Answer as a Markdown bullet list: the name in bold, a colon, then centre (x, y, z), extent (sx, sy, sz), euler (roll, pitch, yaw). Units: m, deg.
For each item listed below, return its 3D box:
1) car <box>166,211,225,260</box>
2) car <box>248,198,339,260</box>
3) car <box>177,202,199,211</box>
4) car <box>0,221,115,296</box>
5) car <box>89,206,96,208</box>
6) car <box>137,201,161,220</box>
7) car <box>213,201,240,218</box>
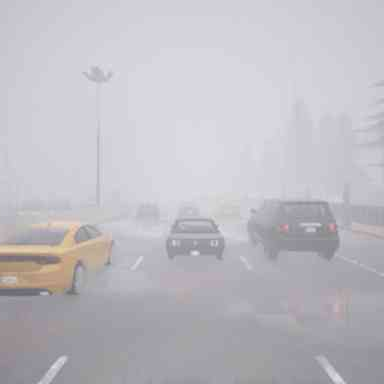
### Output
- **car**: centre (0.102, 1.633, 12.645), extent (1.895, 1.301, 4.718), euler (0, 0, 0)
- **car**: centre (3.603, 1.253, 12.776), extent (2.150, 2.045, 5.566), euler (0, 0, 0)
- **car**: centre (-0.376, 1.602, 30.413), extent (1.812, 1.442, 4.674), euler (0, 0, -5)
- **car**: centre (-3.399, 1.500, 8.724), extent (1.882, 1.535, 5.008), euler (0, 0, 0)
- **car**: centre (-13.200, 1.588, 44.062), extent (1.882, 1.535, 5.008), euler (0, 0, -14)
- **car**: centre (-3.769, 1.565, 29.345), extent (2.128, 1.511, 4.902), euler (0, 0, -4)
- **car**: centre (3.117, 1.555, 30.925), extent (1.882, 1.535, 5.008), euler (0, 0, -5)
